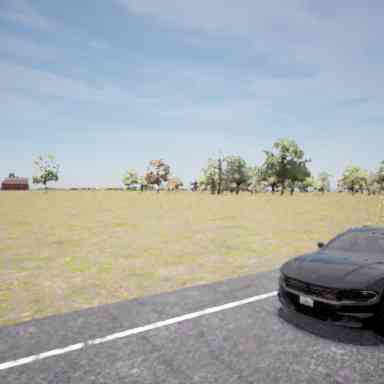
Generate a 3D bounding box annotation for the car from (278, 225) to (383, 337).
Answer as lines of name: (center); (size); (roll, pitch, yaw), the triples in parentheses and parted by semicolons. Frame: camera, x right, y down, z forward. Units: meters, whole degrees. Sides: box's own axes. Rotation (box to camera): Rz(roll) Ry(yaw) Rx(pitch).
car: (3.850, 1.452, 6.736); (5.008, 1.535, 1.882); (0, 0, -35)
